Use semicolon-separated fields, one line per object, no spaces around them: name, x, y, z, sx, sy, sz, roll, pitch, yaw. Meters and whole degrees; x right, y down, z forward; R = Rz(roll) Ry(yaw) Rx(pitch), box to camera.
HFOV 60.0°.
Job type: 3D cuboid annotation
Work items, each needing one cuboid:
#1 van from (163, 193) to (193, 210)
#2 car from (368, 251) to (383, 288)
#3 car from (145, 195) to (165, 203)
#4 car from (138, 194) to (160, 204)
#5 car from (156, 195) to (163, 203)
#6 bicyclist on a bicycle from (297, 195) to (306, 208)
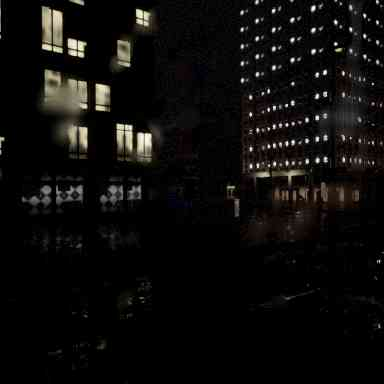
van;-1.488;1.210;40.226;1.690;1.788;3.998;0;0;-34
car;6.029;1.561;7.765;4.181;1.385;1.994;0;0;-34
car;-6.997;1.237;63.266;1.887;1.381;4.507;0;0;-34
car;-7.820;1.203;59.853;1.882;1.535;5.008;-1;1;-34
car;-3.887;1.035;58.682;2.192;1.841;5.009;0;0;-34
bicyclist on a bicycle;12.902;1.117;39.178;1.656;1.620;0.582;-1;1;-34
